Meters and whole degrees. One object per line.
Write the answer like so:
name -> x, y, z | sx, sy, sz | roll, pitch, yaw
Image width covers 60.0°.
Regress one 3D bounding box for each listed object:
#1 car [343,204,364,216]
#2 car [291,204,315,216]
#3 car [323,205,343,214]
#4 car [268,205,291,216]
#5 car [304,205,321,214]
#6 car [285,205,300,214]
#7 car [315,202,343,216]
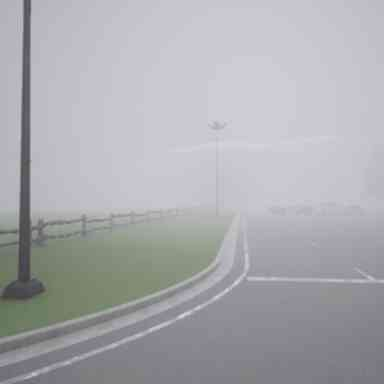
car -> 23.555, 2.608, 49.061 | 2.097, 1.767, 4.553 | 0, -2, 9
car -> 16.646, 2.659, 50.186 | 2.097, 1.767, 4.553 | 0, -2, 9
car -> 25.097, 3.017, 59.238 | 2.128, 1.511, 4.902 | 0, -2, 9
car -> 13.161, 2.819, 50.538 | 2.128, 1.511, 4.902 | 0, -2, 9
car -> 21.637, 3.114, 59.759 | 1.994, 1.385, 4.181 | 0, -2, 9
car -> 18.176, 3.079, 60.285 | 1.837, 1.490, 4.892 | 0, -2, 9
car -> 20.058, 2.496, 49.349 | 2.150, 2.045, 5.566 | 0, -2, 9
